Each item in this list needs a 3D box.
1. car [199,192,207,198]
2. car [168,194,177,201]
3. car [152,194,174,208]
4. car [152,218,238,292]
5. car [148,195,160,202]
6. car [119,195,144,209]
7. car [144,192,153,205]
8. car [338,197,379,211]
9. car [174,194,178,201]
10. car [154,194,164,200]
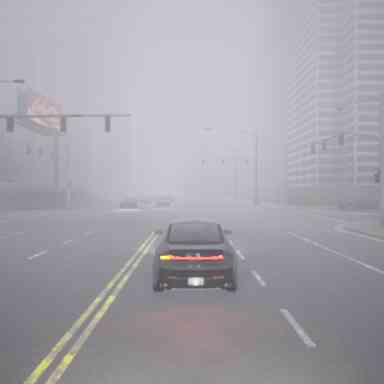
[{"bbox_3d":[2.840,0.803,89.043,2.097,1.767,4.553,0,0,0],"label":"car"},{"bbox_3d":[-4.010,1.097,69.005,1.812,1.442,4.674,0,0,0],"label":"car"},{"bbox_3d":[-3.688,1.278,43.391,2.033,1.411,5.357,0,0,-4],"label":"car"},{"bbox_3d":[0.047,1.450,8.786,1.837,1.490,4.892,0,0,-1],"label":"car"},{"bbox_3d":[-7.491,1.189,66.354,1.895,1.301,4.718,0,0,0],"label":"car"},{"bbox_3d":[-7.386,1.317,39.931,1.994,1.385,4.181,0,0,-1],"label":"car"},{"bbox_3d":[-7.457,1.202,52.072,1.812,1.442,4.674,0,0,0],"label":"car"},{"bbox_3d":[18.413,1.253,36.015,5.008,1.535,1.882,0,0,-1],"label":"car"},{"bbox_3d":[-3.967,1.141,56.372,2.128,1.511,4.902,0,0,0],"label":"car"},{"bbox_3d":[-7.571,1.074,77.146,1.994,1.385,4.181,0,0,0],"label":"car"}]
